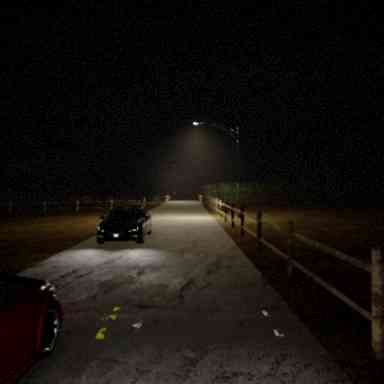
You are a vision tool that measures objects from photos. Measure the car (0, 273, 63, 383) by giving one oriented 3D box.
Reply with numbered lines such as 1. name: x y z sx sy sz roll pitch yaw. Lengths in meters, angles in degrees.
1. car: -2.858 1.539 3.098 1.994 1.385 4.181 0 1 1

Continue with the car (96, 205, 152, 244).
1. car: -2.925 1.391 15.163 1.837 1.490 4.892 0 1 0
